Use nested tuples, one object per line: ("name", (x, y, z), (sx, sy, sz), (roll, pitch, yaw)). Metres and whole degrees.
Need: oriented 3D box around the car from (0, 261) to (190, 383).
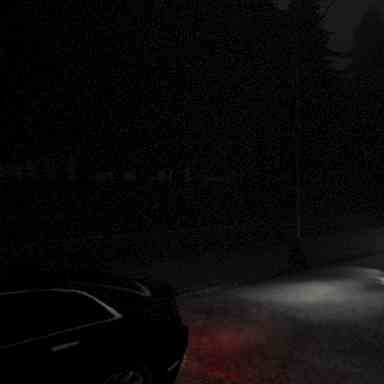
("car", (-2.308, 1.509, 2.943), (4.892, 1.490, 1.837), (0, 0, -35))
